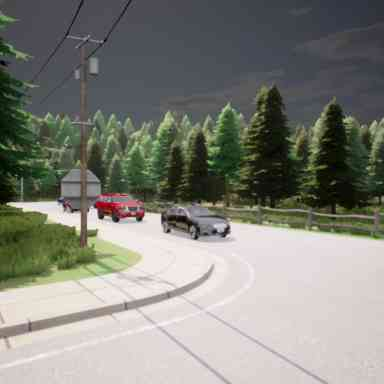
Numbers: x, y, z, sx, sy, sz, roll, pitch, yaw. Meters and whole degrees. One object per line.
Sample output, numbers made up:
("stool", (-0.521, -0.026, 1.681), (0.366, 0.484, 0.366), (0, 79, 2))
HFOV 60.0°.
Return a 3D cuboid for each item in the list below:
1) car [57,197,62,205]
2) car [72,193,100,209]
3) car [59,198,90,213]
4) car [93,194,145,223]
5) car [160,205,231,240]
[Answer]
("car", (-20.411, 1.443, 53.851), (1.882, 1.535, 5.008), (0, 0, -34))
("car", (-14.549, 1.187, 45.371), (2.150, 2.045, 5.566), (0, 0, -34))
("car", (-12.554, 1.569, 36.016), (1.895, 1.301, 4.718), (0, 0, -34))
("car", (-5.679, 1.182, 25.895), (2.150, 2.045, 5.566), (0, 0, -34))
("car", (0.046, 1.452, 17.001), (2.128, 1.511, 4.902), (0, 0, -30))
